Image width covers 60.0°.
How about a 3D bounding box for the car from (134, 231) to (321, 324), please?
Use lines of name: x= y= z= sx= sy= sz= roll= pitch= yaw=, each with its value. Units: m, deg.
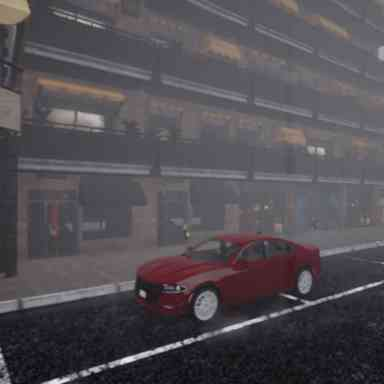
car: x=0.953 y=1.589 z=7.239 sx=4.507 sy=1.381 sz=1.887 roll=1 pitch=0 yaw=-35
